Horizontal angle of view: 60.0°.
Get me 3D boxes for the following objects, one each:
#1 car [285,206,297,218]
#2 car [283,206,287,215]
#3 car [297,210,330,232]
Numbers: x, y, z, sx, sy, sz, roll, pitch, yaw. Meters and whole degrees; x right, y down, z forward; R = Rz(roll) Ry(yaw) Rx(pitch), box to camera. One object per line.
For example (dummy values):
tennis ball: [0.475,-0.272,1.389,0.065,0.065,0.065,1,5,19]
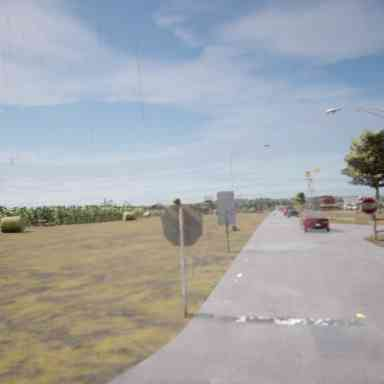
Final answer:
car: [17.920,3.724,58.815,1.837,1.490,4.892,-3,-3,14]
car: [21.194,4.057,72.298,2.150,2.045,5.566,-3,-3,14]
car: [10.028,2.386,27.365,1.882,1.535,5.008,-3,-3,14]
